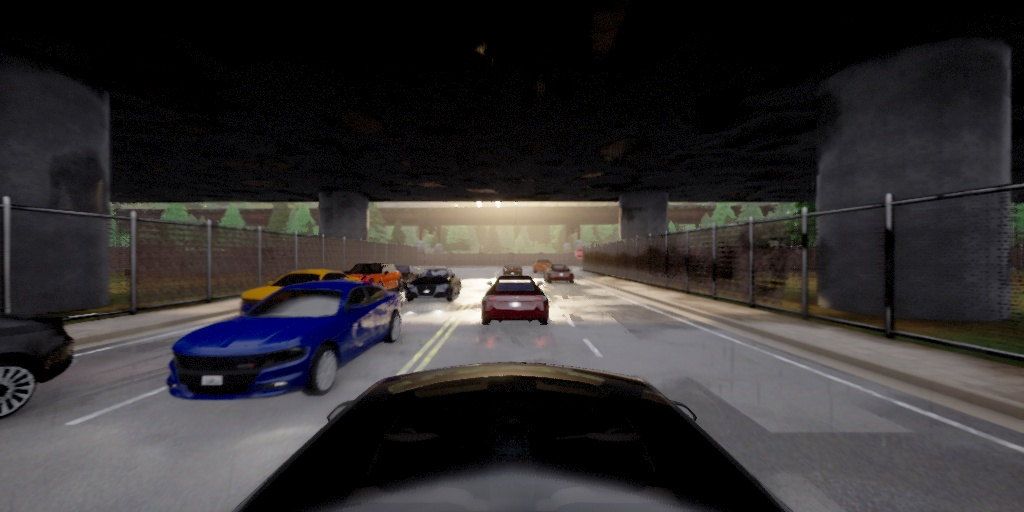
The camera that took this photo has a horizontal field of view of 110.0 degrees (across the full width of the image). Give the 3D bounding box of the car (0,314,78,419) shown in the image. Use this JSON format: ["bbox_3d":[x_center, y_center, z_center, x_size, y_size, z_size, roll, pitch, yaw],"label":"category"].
[{"bbox_3d":[-7.099,1.245,2.956,2.128,1.511,4.902,0,0,0],"label":"car"}]

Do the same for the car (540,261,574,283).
[{"bbox_3d":[3.541,1.302,27.638,1.994,1.385,4.181,0,0,0],"label":"car"}]

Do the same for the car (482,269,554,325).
[{"bbox_3d":[0.091,1.310,11.871,1.994,1.385,4.181,0,0,0],"label":"car"}]

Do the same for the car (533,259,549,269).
[{"bbox_3d":[3.526,1.085,41.741,2.097,1.767,4.553,0,0,0],"label":"car"}]

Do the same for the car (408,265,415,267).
[{"bbox_3d":[-7.078,1.292,23.215,2.033,1.411,5.357,0,0,0],"label":"car"}]

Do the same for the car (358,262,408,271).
[{"bbox_3d":[-7.013,1.098,17.741,2.097,1.767,4.553,0,0,0],"label":"car"}]

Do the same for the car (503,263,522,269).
[{"bbox_3d":[0.072,1.337,35.572,1.895,1.301,4.718,0,0,0],"label":"car"}]

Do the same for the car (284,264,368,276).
[{"bbox_3d":[-7.103,1.226,12.618,1.882,1.535,5.008,0,0,0],"label":"car"}]

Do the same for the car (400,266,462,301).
[{"bbox_3d":[-3.597,1.309,17.105,1.994,1.385,4.181,0,0,0],"label":"car"}]

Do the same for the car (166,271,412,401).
[{"bbox_3d":[-3.603,1.227,6.803,1.882,1.535,5.008,0,0,0],"label":"car"}]
